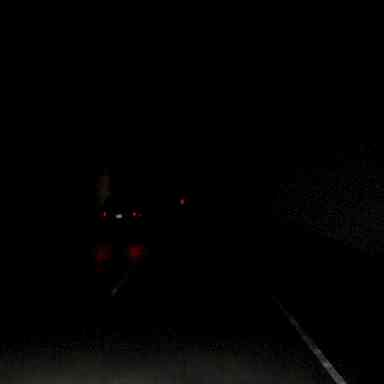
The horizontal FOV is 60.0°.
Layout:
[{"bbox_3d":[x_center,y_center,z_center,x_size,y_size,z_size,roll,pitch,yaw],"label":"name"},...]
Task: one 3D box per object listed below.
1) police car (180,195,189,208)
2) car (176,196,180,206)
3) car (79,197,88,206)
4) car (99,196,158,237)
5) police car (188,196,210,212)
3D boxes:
[{"bbox_3d":[-0.177,1.428,48.970,1.930,1.638,5.238,0,0,-9],"label":"police car"},{"bbox_3d":[-1.378,1.354,55.133,2.097,1.767,4.553,0,0,-13],"label":"car"},{"bbox_3d":[-15.959,1.480,50.410,1.882,1.535,5.008,0,0,-12],"label":"car"},{"bbox_3d":[-3.402,1.222,18.192,2.150,2.045,5.566,0,0,0],"label":"car"},{"bbox_3d":[0.934,1.428,38.332,1.930,1.638,5.238,0,0,-3],"label":"police car"}]
